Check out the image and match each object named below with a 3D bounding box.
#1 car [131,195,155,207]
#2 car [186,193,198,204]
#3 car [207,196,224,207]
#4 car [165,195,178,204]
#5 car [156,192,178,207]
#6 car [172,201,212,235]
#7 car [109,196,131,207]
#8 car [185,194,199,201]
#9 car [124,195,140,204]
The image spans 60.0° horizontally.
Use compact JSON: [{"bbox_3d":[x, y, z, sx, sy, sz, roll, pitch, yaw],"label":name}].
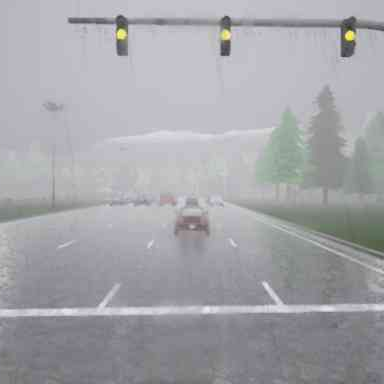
[{"bbox_3d":[-7.006,1.155,48.227,2.097,1.767,4.553,0,0,0],"label":"car"},{"bbox_3d":[-0.007,1.115,58.253,2.097,1.767,4.553,0,0,0],"label":"car"},{"bbox_3d":[3.494,1.330,48.022,1.812,1.442,4.674,0,0,0],"label":"car"},{"bbox_3d":[-3.507,1.327,58.284,1.994,1.385,4.181,0,0,0],"label":"car"},{"bbox_3d":[-3.506,1.027,47.817,2.150,2.045,5.566,0,0,0],"label":"car"},{"bbox_3d":[-0.002,1.452,18.053,1.812,1.442,4.674,0,0,0],"label":"car"},{"bbox_3d":[-10.506,1.405,48.112,1.895,1.301,4.718,0,0,0],"label":"car"},{"bbox_3d":[-0.006,1.309,48.011,1.837,1.490,4.892,0,0,0],"label":"car"},{"bbox_3d":[-10.507,1.326,58.284,1.994,1.385,4.181,0,0,0],"label":"car"}]
